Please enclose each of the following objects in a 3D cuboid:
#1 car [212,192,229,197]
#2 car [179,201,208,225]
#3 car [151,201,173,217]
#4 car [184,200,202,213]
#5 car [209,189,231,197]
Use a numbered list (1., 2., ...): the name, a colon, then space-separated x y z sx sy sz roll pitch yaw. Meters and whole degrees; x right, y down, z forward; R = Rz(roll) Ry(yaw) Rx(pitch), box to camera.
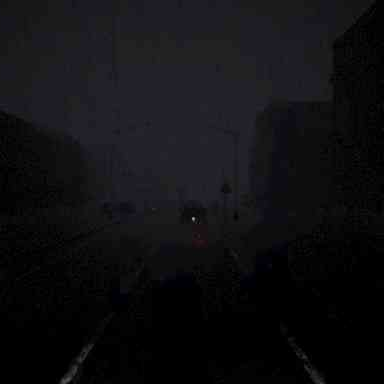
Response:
1. car: 8.183 0.691 94.672 4.674 1.452 2.002 0 2 -1
2. car: 0.101 1.607 24.755 1.837 1.490 4.892 0 -1 0
3. car: -3.029 1.713 34.355 1.837 1.490 4.892 0 -1 1
4. car: 0.106 1.751 40.931 2.033 1.411 5.357 0 -1 0
5. car: 8.025 0.748 91.913 5.366 1.575 1.946 0 2 -1
